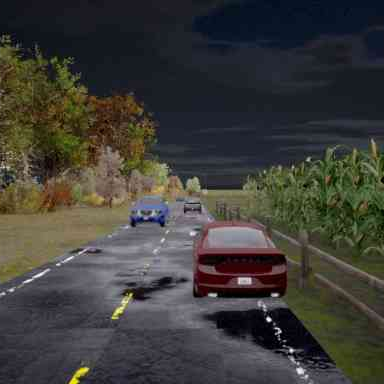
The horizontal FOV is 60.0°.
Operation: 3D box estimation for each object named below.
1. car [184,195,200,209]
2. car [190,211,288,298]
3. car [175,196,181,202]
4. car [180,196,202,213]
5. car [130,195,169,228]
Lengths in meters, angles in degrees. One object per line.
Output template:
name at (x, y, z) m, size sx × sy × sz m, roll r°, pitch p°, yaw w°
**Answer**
car at (0.060, 1.346, 46.034) m, size 2.097 × 1.767 × 4.553 m, roll 0°, pitch 0°, yaw 1°
car at (0.964, 1.475, 8.554) m, size 1.882 × 1.535 × 5.008 m, roll 0°, pitch 0°, yaw 0°
car at (-2.742, 1.561, 77.169) m, size 1.994 × 1.385 × 4.181 m, roll 0°, pitch 0°, yaw 0°
car at (0.078, 1.486, 35.999) m, size 2.128 × 1.511 × 4.902 m, roll 0°, pitch 0°, yaw 0°
car at (-2.747, 1.217, 22.619) m, size 2.150 × 2.045 × 5.566 m, roll 0°, pitch 0°, yaw 0°
